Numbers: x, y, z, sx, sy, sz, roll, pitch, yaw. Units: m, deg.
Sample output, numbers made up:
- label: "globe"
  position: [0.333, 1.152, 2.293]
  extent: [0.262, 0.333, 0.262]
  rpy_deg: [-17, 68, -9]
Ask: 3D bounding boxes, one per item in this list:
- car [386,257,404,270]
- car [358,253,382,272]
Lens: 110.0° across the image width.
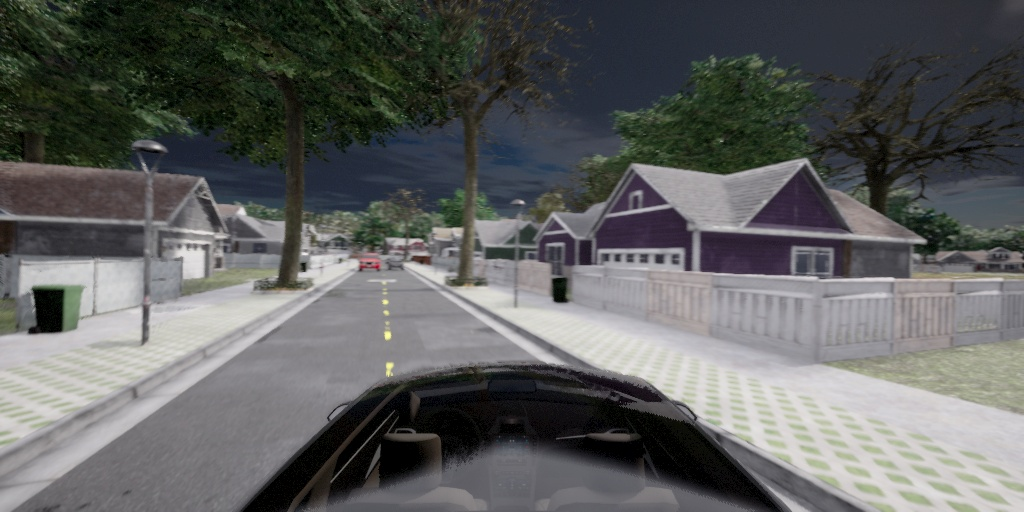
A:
- label: "car"
  position: [-14.936, 0.996, 46.167]
  extent: [2.128, 1.511, 4.902]
  rpy_deg: [1, 0, -20]
- label: "car"
  position: [-15.895, 0.695, 40.205]
  extent: [2.150, 2.045, 5.566]
  rpy_deg: [1, 0, -20]
